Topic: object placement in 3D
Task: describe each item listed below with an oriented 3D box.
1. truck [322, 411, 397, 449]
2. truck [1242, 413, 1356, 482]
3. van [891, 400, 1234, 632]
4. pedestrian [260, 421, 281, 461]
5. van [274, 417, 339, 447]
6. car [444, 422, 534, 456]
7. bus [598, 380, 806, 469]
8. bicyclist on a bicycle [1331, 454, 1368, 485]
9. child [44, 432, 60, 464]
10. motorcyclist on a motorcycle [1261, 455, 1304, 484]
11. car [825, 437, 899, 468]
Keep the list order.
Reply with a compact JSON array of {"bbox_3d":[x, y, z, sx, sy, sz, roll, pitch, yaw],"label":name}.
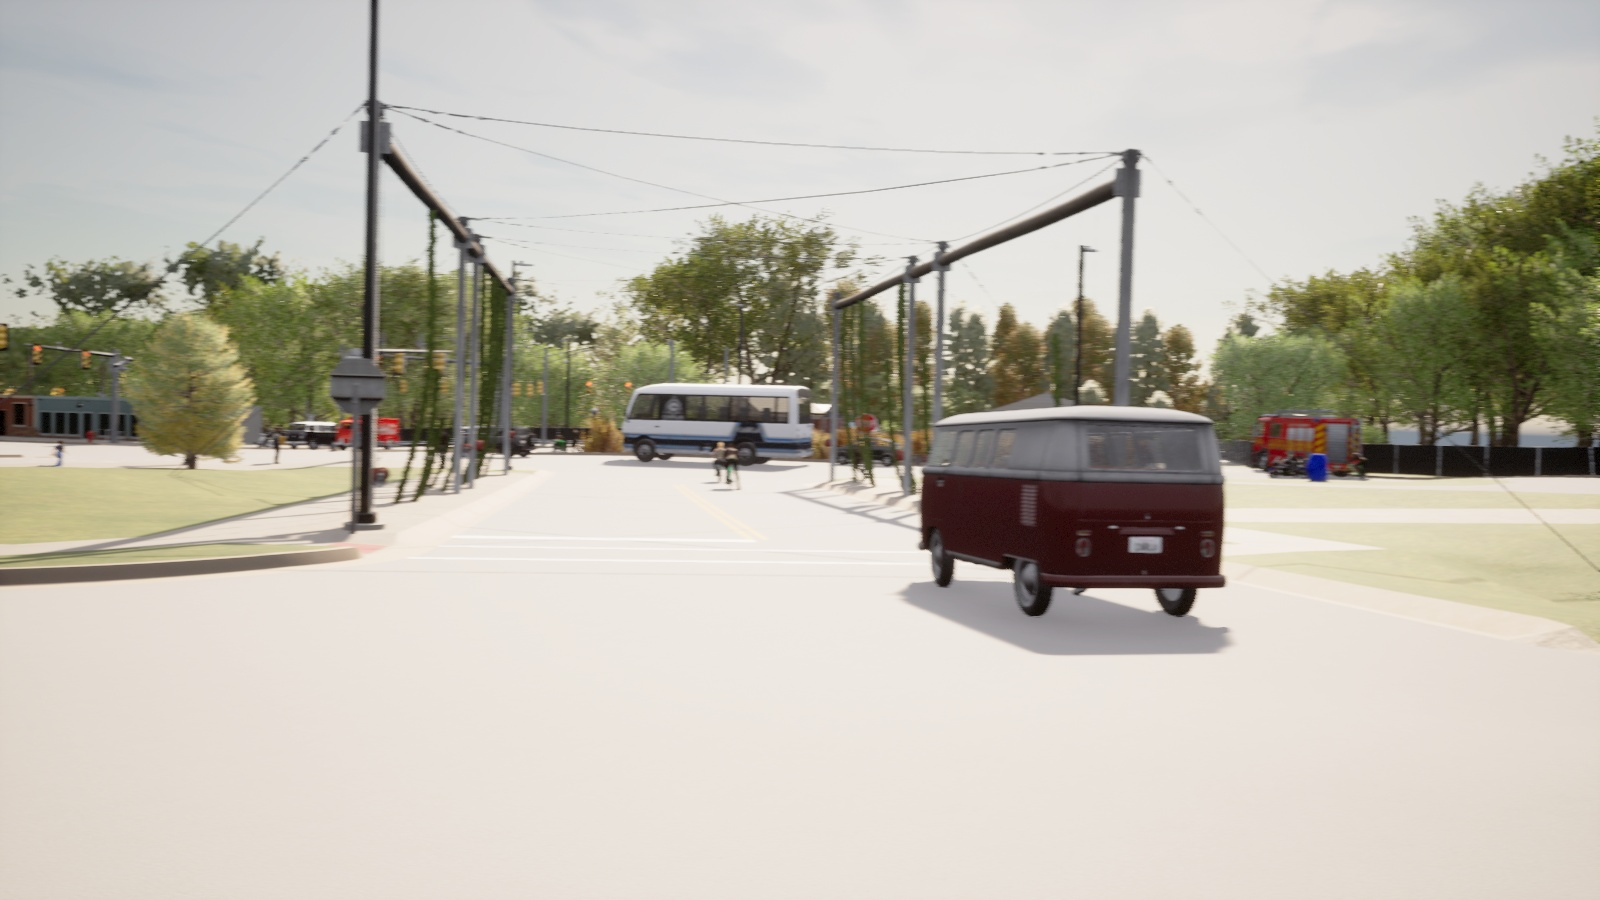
[{"bbox_3d":[-31.518,-1.394,90.063,2.627,2.467,5.204,2,0,12],"label":"truck"},{"bbox_3d":[29.778,-0.260,75.434,2.891,3.827,8.468,2,1,-3],"label":"truck"},{"bbox_3d":[2.479,0.588,13.135,1.775,1.987,4.442,2,0,-13],"label":"van"},{"bbox_3d":[-25.925,-0.447,61.530,0.788,1.949,0.423,2,2,4],"label":"pedestrian"},{"bbox_3d":[-35.382,-1.289,90.230,2.069,2.038,4.480,1,-1,15],"label":"van"},{"bbox_3d":[-17.562,-0.628,70.949,4.605,1.855,1.932,1,1,16],"label":"car"},{"bbox_3d":[-5.223,-1.448,67.412,10.273,4.253,3.944,2,2,16],"label":"bus"},{"bbox_3d":[28.661,1.016,65.535,1.656,1.620,0.582,0,0,37],"label":"bicyclist on a bicycle"},{"bbox_3d":[-29.673,-0.084,49.804,0.270,1.263,0.437,3,2,16],"label":"child"},{"bbox_3d":[27.050,1.091,70.382,2.191,1.530,0.866,1,0,19],"label":"motorcyclist on a motorcycle"},{"bbox_3d":[3.401,0.116,68.762,3.705,1.549,1.789,2,2,15],"label":"car"}]
